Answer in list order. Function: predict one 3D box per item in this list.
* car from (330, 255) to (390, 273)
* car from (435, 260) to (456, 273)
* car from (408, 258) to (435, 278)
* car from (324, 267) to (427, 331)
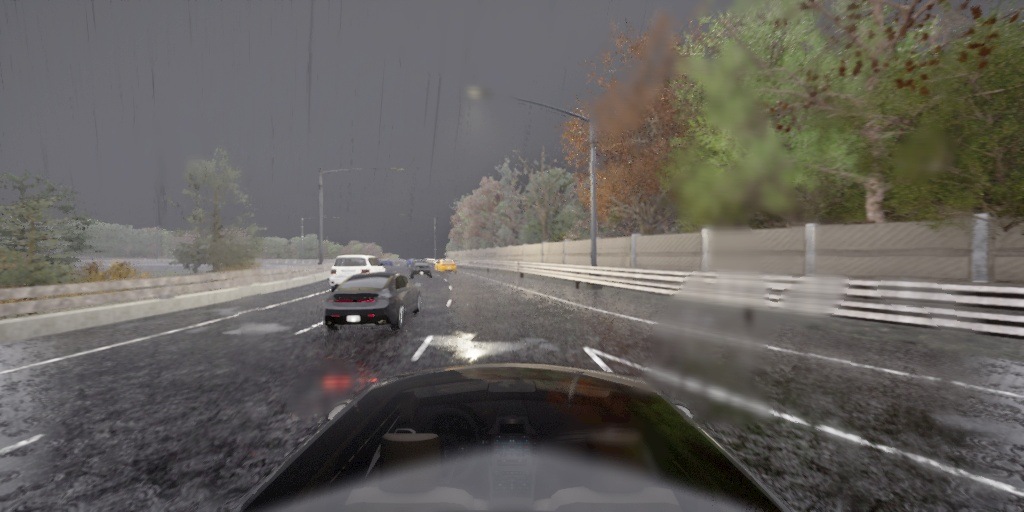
[{"bbox_3d":[-8.936,0.976,21.200,2.150,2.045,5.566,0,0,-10],"label":"car"},{"bbox_3d":[-7.874,1.190,42.089,1.882,1.535,5.008,0,0,-21],"label":"car"},{"bbox_3d":[-8.611,1.236,33.777,1.837,1.490,4.892,0,0,-16],"label":"car"},{"bbox_3d":[-4.016,1.256,11.031,1.837,1.490,4.892,0,0,-5],"label":"car"}]
